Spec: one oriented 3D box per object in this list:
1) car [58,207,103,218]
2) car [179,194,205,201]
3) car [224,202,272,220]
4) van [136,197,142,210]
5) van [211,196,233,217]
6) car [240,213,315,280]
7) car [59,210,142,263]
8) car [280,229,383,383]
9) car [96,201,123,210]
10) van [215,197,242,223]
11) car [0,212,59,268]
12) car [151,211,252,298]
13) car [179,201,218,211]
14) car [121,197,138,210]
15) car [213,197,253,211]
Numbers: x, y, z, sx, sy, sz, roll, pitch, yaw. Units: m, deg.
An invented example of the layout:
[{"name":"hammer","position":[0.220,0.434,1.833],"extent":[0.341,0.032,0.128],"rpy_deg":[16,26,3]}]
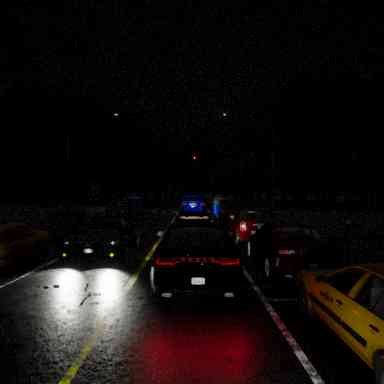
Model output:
[{"name":"car","position":[-5.768,1.567,15.215],"extent":[1.947,1.339,4.313],"rpy_deg":[0,0,0]},{"name":"car","position":[0.018,1.226,29.369],"extent":[2.150,2.045,5.566],"rpy_deg":[0,0,-2]},{"name":"car","position":[2.757,1.441,15.217],"extent":[1.967,1.590,4.097],"rpy_deg":[0,0,0]},{"name":"van","position":[-5.771,1.346,31.528],"extent":[1.690,1.788,3.998],"rpy_deg":[0,0,0]},{"name":"van","position":[2.754,1.346,31.530],"extent":[1.690,1.788,3.998],"rpy_deg":[0,0,0]},{"name":"car","position":[2.758,1.545,9.779],"extent":[1.887,1.381,4.507],"rpy_deg":[0,0,0]},{"name":"car","position":[-3.098,1.564,11.898],"extent":[1.994,1.385,4.181],"rpy_deg":[0,0,0]},{"name":"car","position":[2.759,1.525,4.512],"extent":[1.752,1.417,4.829],"rpy_deg":[0,0,0]},{"name":"car","position":[-5.769,1.527,20.483],"extent":[1.752,1.417,4.829],"rpy_deg":[0,0,0]},{"name":"van","position":[2.755,1.345,26.092],"extent":[1.690,1.788,3.998],"rpy_deg":[0,0,0]},{"name":"car","position":[-5.767,1.526,9.608],"extent":[1.752,1.417,4.829],"rpy_deg":[0,0,0]},{"name":"car","position":[0.093,1.478,8.558],"extent":[1.882,1.535,5.008],"rpy_deg":[0,0,0]},{"name":"car","position":[0.093,1.493,19.001],"extent":[2.128,1.511,4.902],"rpy_deg":[0,0,0]},{"name":"car","position":[-5.770,1.444,26.090],"extent":[1.967,1.590,4.097],"rpy_deg":[0,0,0]},{"name":"car","position":[2.756,1.317,20.655],"extent":[2.192,1.841,5.009],"rpy_deg":[0,0,0]}]
